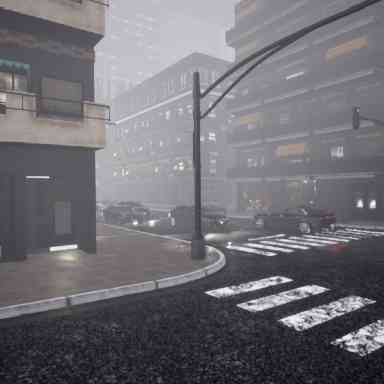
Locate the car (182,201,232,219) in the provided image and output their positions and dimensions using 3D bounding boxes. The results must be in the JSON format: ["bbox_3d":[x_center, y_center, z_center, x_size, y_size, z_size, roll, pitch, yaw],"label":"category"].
[{"bbox_3d":[1.223,1.512,29.176,2.008,1.369,4.403,-1,1,-36],"label":"car"}]

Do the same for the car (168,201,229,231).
[{"bbox_3d":[0.295,1.534,21.233,1.837,1.490,4.892,-1,1,-36],"label":"car"}]

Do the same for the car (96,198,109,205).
[{"bbox_3d":[-11.325,1.568,37.264,1.812,1.442,4.674,-1,1,-36],"label":"car"}]

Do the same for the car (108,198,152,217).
[{"bbox_3d":[-5.275,1.541,28.909,1.837,1.490,4.892,-1,1,-36],"label":"car"}]

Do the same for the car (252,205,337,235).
[{"bbox_3d":[5.650,1.488,18.923,1.837,1.490,4.892,-3,2,-40],"label":"car"}]

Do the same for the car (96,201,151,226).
[{"bbox_3d":[-5.155,1.632,24.549,1.947,1.339,4.313,-1,1,-36],"label":"car"}]
